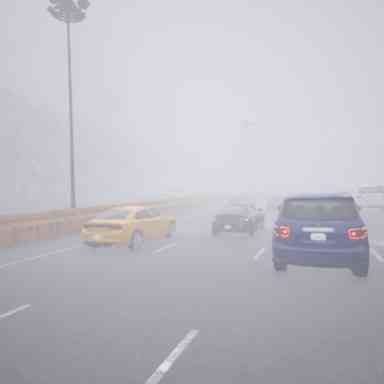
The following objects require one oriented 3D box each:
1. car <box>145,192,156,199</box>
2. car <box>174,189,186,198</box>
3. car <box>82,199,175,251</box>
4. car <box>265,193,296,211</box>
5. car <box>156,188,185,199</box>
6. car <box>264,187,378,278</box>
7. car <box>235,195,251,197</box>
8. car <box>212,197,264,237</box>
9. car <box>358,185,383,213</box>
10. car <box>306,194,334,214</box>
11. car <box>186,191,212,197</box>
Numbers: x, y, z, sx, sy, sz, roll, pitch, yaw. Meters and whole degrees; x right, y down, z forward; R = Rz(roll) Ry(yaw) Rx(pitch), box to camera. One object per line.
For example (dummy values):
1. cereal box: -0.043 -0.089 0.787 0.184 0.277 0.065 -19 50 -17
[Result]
1. car: -5.980 0.682 56.508 1.882 1.535 5.008 -1 1 31
2. car: -0.285 0.653 52.410 1.837 1.490 4.892 -1 0 31
3. car: -2.327 1.308 13.568 1.882 1.535 5.008 -1 1 21
4. car: 8.101 0.890 30.213 1.994 1.385 4.181 -1 1 24
5. car: -2.971 0.391 54.793 2.150 2.045 5.566 -1 1 31
6. car: 3.688 0.986 9.692 2.150 2.045 5.566 -1 1 21
7. car: 4.883 0.939 31.571 1.994 1.385 4.181 -1 1 24
8. car: 2.296 1.216 15.860 1.812 1.442 4.674 -1 1 21
9. car: 14.026 0.479 26.375 2.150 2.045 5.566 -1 1 24
10. car: 10.478 0.928 26.971 1.895 1.301 4.718 -1 1 23
11. car: 1.571 0.644 48.661 1.882 1.535 5.008 -1 1 30
